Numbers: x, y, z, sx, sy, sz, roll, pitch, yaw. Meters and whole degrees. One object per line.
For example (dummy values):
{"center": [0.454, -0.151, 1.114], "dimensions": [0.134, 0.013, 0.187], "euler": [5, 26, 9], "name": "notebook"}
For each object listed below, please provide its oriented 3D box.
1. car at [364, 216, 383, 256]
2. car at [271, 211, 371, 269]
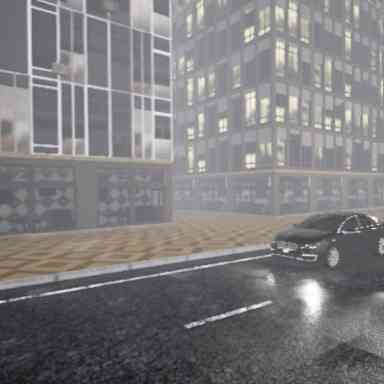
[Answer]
{"center": [6.781, 1.415, 8.504], "dimensions": [4.902, 1.511, 2.128], "euler": [-1, 0, -35], "name": "car"}
{"center": [4.687, 1.430, 11.005], "dimensions": [4.892, 1.490, 1.837], "euler": [0, 0, -35], "name": "car"}
